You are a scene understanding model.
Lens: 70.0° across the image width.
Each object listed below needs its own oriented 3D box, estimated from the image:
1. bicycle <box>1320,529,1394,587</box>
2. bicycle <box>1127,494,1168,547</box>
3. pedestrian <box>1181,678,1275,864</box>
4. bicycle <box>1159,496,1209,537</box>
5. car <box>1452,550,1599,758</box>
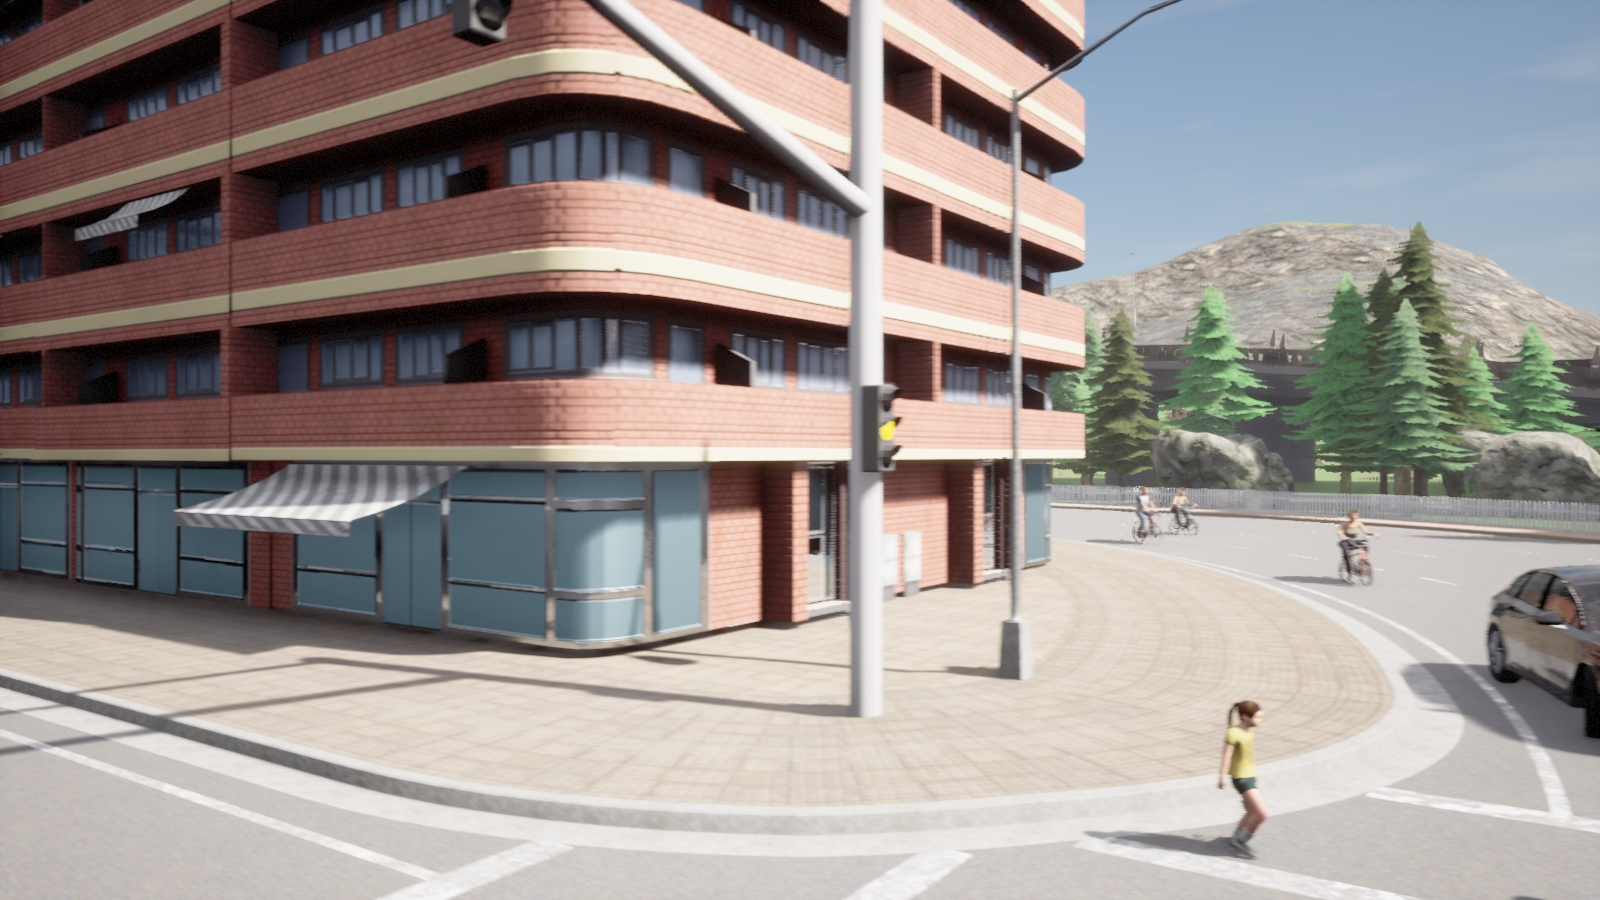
[{"bbox_3d":[11.761,2.263,24.182,0.859,1.126,1.487,0,-2,2],"label":"bicycle"},{"bbox_3d":[10.567,2.124,34.761,0.373,1.496,1.643,-1,0,-15],"label":"bicycle"},{"bbox_3d":[2.982,2.204,7.953,0.500,1.100,0.500,0,0,35],"label":"pedestrian"},{"bbox_3d":[12.980,2.239,38.689,0.859,1.276,1.487,0,0,-20],"label":"bicycle"},{"bbox_3d":[8.967,2.052,12.364,2.231,1.480,4.892,0,0,16],"label":"car"}]
